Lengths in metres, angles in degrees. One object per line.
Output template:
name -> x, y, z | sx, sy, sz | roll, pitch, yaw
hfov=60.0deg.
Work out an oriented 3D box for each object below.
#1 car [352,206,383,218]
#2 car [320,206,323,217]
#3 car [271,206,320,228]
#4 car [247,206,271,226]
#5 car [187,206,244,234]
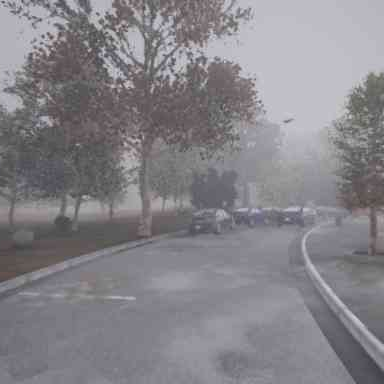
car -> 20.175, 1.906, 37.407 | 5.566, 2.045, 2.150 | 1, -4, -34
car -> 11.350, 2.244, 35.043 | 5.008, 1.535, 2.097 | 2, -4, -44
car -> 7.920, 1.794, 25.064 | 1.882, 1.535, 5.008 | -3, -3, 33
car -> 7.554, 2.074, 30.936 | 2.231, 1.521, 4.892 | -3, -4, 37
car -> 1.341, 1.778, 21.220 | 2.231, 1.521, 4.892 | -2, -1, 25
